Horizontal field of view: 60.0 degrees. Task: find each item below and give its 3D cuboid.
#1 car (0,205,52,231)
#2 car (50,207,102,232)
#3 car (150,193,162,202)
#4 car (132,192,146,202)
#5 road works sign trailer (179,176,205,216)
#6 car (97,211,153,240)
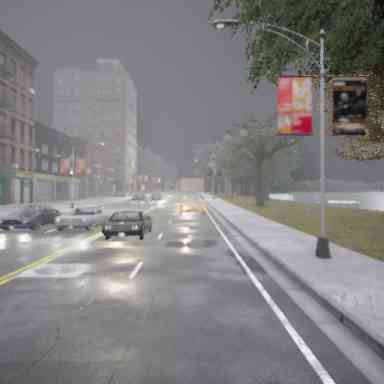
[{"bbox_3d":[-9.850,1.535,20.819,2.033,1.411,5.357,0,0,0],"label":"car"},{"bbox_3d":[-6.599,1.591,20.318,1.895,1.301,4.718,0,0,0],"label":"car"},{"bbox_3d":[-6.530,0.977,61.339,1.837,1.490,4.892,0,1,1],"label":"car"},{"bbox_3d":[-9.776,0.828,61.347,2.097,1.767,4.553,0,1,0],"label":"car"},{"bbox_3d":[-0.001,0.360,30.722,2.380,3.560,2.880,0,1,0],"label":"road works sign trailer"},{"bbox_3d":[-3.150,1.609,17.142,1.895,1.301,4.718,0,0,0],"label":"car"}]
